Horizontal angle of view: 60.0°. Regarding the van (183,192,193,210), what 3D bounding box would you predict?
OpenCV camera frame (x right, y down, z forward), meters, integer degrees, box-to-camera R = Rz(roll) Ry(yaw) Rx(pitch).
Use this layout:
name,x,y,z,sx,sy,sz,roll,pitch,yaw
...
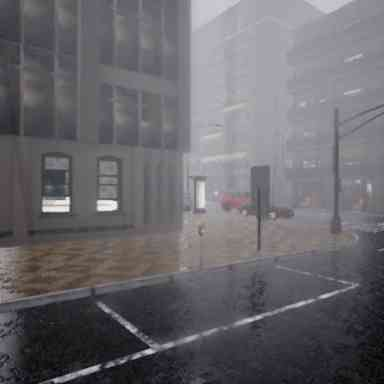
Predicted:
name,x,y,z,sx,sy,sz,roll,pitch,yaw
van,-1.183,0.844,33.813,1.690,1.788,3.998,2,0,-36

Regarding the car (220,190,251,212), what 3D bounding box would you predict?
name,x,y,z,sx,sy,sz,roll,pitch,yaw
car,4.905,0.849,29.792,2.150,2.045,5.566,1,1,-37

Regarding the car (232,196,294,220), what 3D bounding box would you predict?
name,x,y,z,sx,sy,sz,roll,pitch,yaw
car,5.451,1.224,24.654,1.887,1.381,4.507,2,0,-36

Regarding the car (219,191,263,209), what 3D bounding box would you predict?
name,x,y,z,sx,sy,sz,roll,pitch,yaw
car,5.597,0.882,38.738,2.192,1.841,5.009,2,0,-36
